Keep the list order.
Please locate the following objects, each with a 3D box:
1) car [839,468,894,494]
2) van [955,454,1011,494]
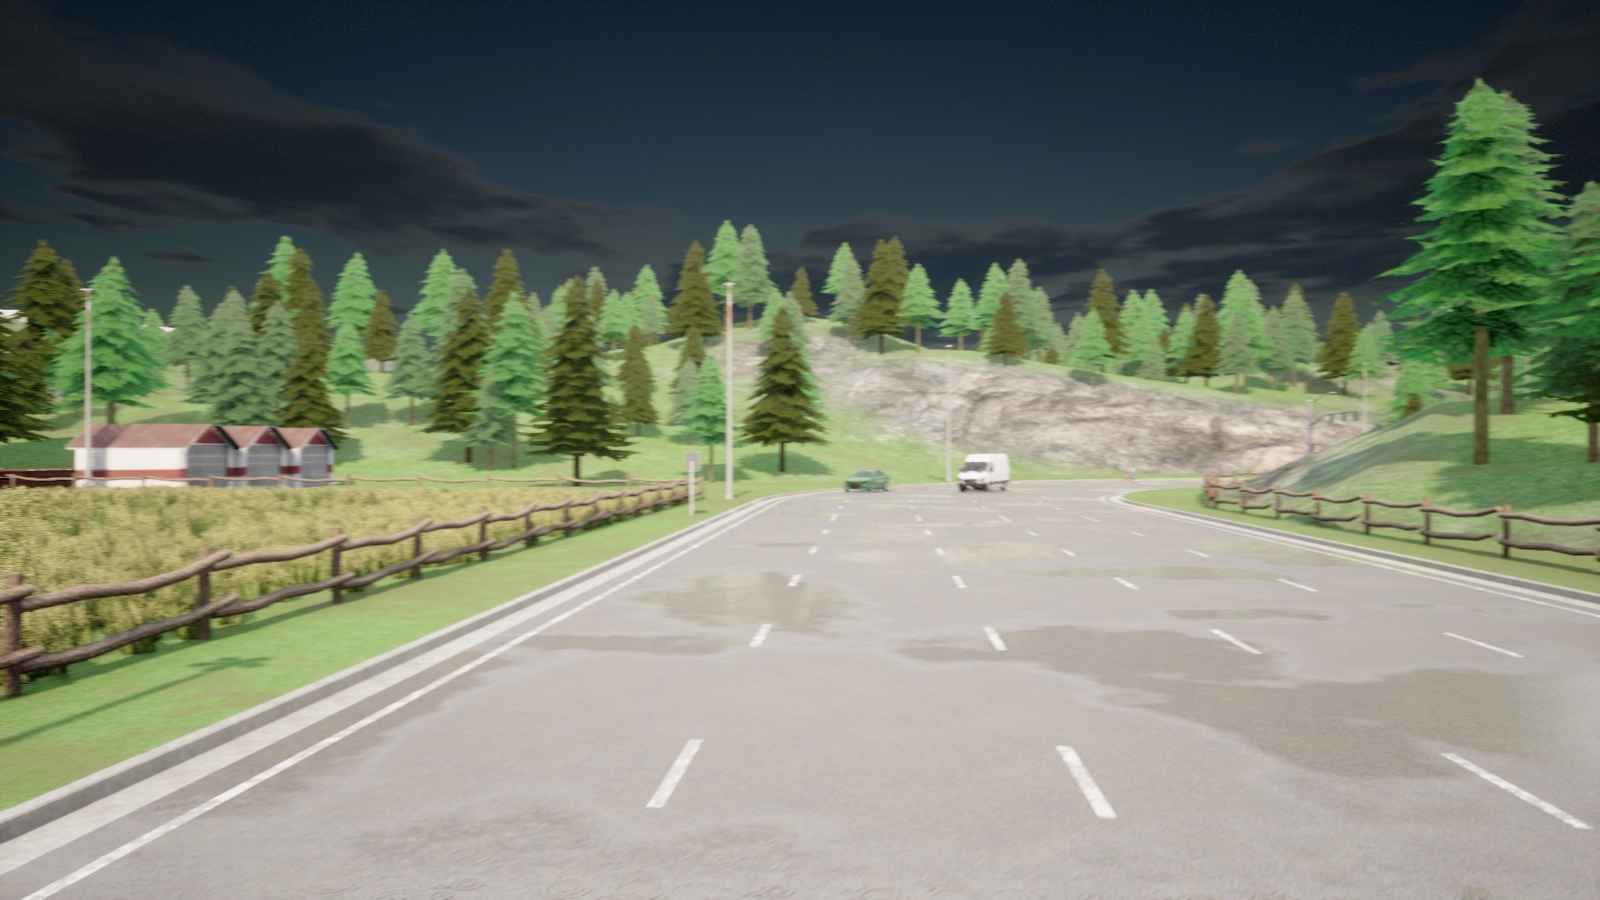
[{"bbox_3d":[4.465,2.034,75.847,2.097,1.535,5.006,0,0,23],"label":"car"},{"bbox_3d":[12.328,1.549,76.668,1.988,2.561,5.915,-1,0,27],"label":"van"}]
